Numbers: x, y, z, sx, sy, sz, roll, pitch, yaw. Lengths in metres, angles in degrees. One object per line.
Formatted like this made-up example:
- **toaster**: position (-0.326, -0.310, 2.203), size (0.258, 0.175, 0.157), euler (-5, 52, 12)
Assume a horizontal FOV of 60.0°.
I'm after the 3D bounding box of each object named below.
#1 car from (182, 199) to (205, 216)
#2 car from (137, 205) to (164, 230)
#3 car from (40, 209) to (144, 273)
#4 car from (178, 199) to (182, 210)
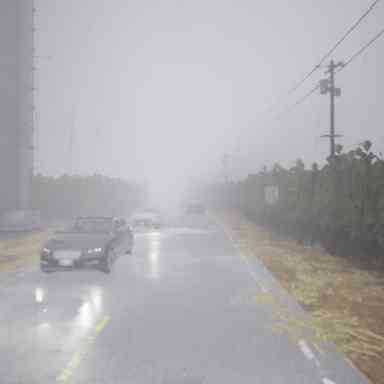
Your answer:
- **car**: position (0.229, 1.610, 35.029), size (1.882, 1.535, 5.008), euler (0, 0, -3)
- **car**: position (-2.917, 1.607, 21.913), size (1.812, 1.442, 4.674), euler (0, 0, 1)
- **car**: position (-3.144, 1.531, 10.860), size (2.128, 1.511, 4.902), euler (0, 0, 1)
- **car**: position (-0.851, 1.670, 47.103), size (2.128, 1.511, 4.902), euler (0, 0, -7)
